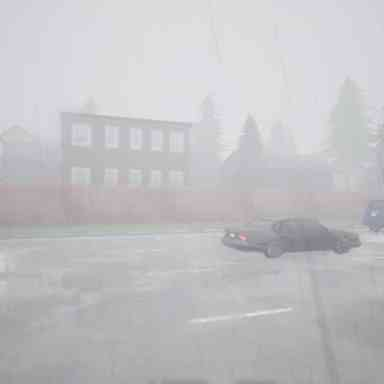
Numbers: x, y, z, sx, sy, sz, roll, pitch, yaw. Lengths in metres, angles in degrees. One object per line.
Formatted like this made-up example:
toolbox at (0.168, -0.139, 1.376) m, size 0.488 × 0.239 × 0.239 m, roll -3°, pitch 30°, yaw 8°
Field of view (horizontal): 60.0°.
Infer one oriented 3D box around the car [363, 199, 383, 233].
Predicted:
car at (12.764, 1.444, 19.707) m, size 5.566 × 2.045 × 2.150 m, roll 1°, pitch 0°, yaw -20°

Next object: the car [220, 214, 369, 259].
car at (3.763, 1.619, 12.645) m, size 5.357 × 1.411 × 2.033 m, roll 1°, pitch 0°, yaw -20°
